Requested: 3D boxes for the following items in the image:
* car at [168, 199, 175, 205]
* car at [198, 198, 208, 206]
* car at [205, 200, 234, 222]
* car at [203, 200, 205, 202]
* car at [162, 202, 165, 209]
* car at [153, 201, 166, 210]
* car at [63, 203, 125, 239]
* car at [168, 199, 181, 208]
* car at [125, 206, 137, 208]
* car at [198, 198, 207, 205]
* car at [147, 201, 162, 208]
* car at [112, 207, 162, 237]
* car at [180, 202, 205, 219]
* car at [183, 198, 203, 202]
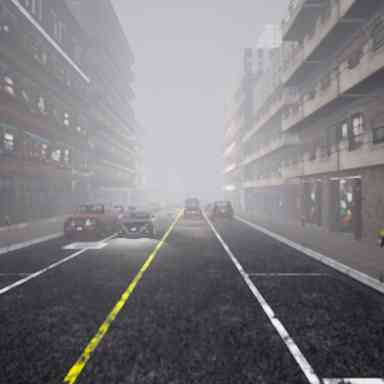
[{"bbox_3d":[-5.715,2.756,92.814,1.752,1.417,4.829,-1,-1,0],"label":"car"},{"bbox_3d":[2.664,2.394,81.628,2.192,1.841,5.009,-1,-1,0],"label":"car"},{"bbox_3d":[2.672,1.717,30.658,2.192,1.841,5.009,-1,-1,0],"label":"car"},{"bbox_3d":[2.673,2.192,47.644,1.947,1.339,4.313,-1,-1,0],"label":"car"},{"bbox_3d":[-5.709,2.224,53.170,1.752,1.417,4.829,-1,-1,0],"label":"car"},{"bbox_3d":[-5.710,2.299,58.834,1.752,1.417,4.829,-1,-1,0],"label":"car"},{"bbox_3d":[-5.706,1.568,19.362,2.192,1.841,5.009,-1,-1,0],"label":"car"},{"bbox_3d":[-3.009,2.428,64.592,2.033,1.411,5.357,0,-1,0],"label":"car"},{"bbox_3d":[-5.706,1.767,25.023,1.967,1.590,4.097,-1,-1,0],"label":"car"},{"bbox_3d":[2.663,2.470,87.291,2.192,1.841,5.009,-1,-1,0],"label":"car"},{"bbox_3d":[-5.708,2.149,47.507,1.752,1.417,4.829,-1,-1,0],"label":"car"},{"bbox_3d":[-3.103,1.822,19.725,1.994,1.385,4.181,0,-1,0],"label":"car"},{"bbox_3d":[0.087,2.021,34.846,1.994,1.385,4.181,0,-1,0],"label":"car"},{"bbox_3d":[0.039,1.810,44.829,2.150,2.045,5.566,0,-1,0],"label":"car"}]
